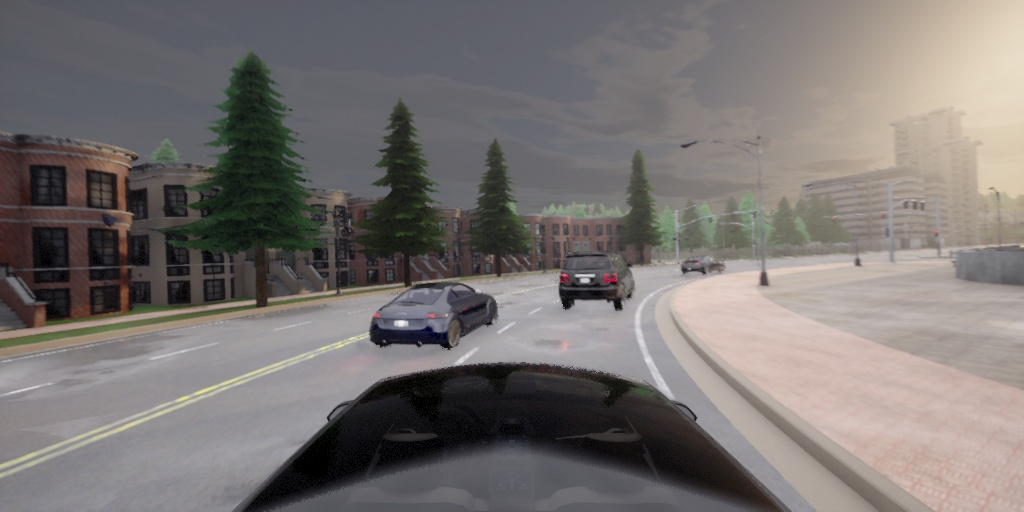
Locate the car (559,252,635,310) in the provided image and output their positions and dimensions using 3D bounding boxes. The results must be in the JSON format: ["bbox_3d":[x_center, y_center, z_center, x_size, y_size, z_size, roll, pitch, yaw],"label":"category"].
[{"bbox_3d":[3.499,0.863,14.294,2.150,2.045,5.566,-2,0,24],"label":"car"}]

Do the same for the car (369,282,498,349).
[{"bbox_3d":[-1.822,1.380,9.519,1.994,1.385,4.181,-2,0,15],"label":"car"}]

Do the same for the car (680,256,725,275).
[{"bbox_3d":[15.690,0.737,29.402,4.902,1.511,2.128,-2,0,-38],"label":"car"}]
